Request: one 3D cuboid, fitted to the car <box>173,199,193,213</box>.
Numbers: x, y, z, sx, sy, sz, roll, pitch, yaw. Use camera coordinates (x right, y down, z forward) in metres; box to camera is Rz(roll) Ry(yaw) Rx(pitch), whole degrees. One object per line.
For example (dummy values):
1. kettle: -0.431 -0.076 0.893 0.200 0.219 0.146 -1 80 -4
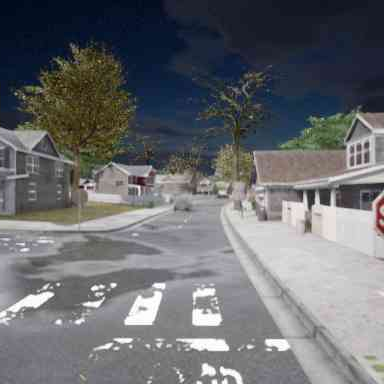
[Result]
1. car: -0.930 1.544 37.204 1.837 1.490 4.892 0 0 5
